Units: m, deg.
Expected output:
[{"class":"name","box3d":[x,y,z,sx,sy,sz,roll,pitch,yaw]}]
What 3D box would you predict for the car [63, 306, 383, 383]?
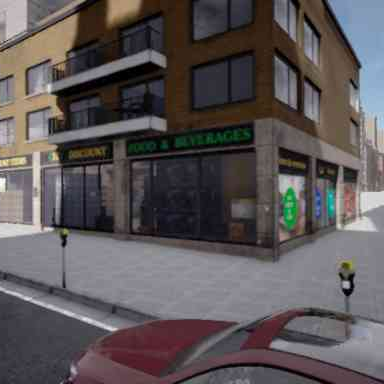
[{"class":"car","box3d":[0.787,1.579,2.413,4.206,1.307,1.802,0,-1,36]}]
